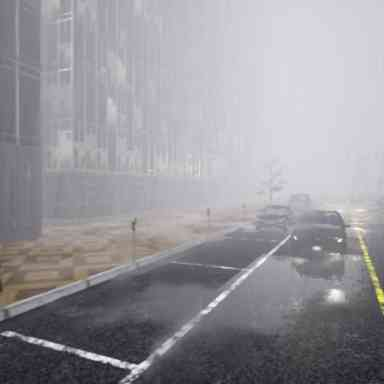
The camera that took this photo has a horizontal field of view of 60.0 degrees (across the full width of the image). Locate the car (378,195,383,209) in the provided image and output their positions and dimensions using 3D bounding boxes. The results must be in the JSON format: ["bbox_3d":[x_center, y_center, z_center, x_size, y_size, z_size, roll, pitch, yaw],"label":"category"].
[{"bbox_3d":[21.853,1.100,36.176,1.967,1.590,4.097,1,1,24],"label":"car"}]

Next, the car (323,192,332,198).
[{"bbox_3d":[33.084,0.709,81.103,1.802,1.307,4.206,1,1,24],"label":"car"}]

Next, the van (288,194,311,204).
[{"bbox_3d":[9.512,1.048,29.286,1.690,1.788,3.998,1,1,24],"label":"van"}]

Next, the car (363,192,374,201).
[{"bbox_3d":[33.638,0.919,62.083,1.887,1.381,4.507,1,1,24],"label":"car"}]

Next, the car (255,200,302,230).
[{"bbox_3d":[4.797,1.361,18.925,2.008,1.369,4.403,0,1,24],"label":"car"}]

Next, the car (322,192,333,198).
[{"bbox_3d":[30.727,0.734,75.921,1.887,1.381,4.507,1,1,24],"label":"car"}]

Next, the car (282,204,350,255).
[{"bbox_3d":[5.164,1.420,13.237,2.033,1.411,5.357,0,1,24],"label":"car"}]

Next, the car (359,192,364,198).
[{"bbox_3d":[40.709,0.756,77.627,1.947,1.339,4.313,1,1,24],"label":"car"}]

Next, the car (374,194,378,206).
[{"bbox_3d":[24.210,1.044,41.357,1.967,1.590,4.097,1,1,24],"label":"car"}]
